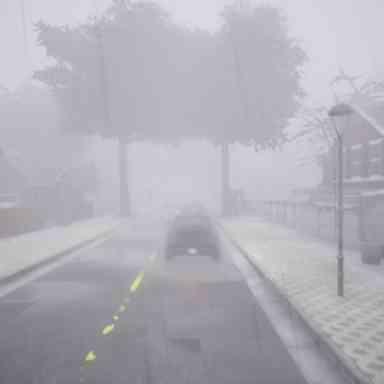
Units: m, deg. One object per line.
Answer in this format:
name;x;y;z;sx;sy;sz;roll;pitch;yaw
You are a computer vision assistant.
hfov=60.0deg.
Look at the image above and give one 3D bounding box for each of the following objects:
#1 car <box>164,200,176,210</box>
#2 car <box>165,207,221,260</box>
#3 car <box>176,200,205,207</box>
car;-2.812;1.831;47.682;1.812;1.442;4.674;0;-1;1
car;0.040;1.561;12.660;1.837;1.490;4.892;0;0;1
car;0.035;1.497;27.546;2.097;1.767;4.553;0;0;0
